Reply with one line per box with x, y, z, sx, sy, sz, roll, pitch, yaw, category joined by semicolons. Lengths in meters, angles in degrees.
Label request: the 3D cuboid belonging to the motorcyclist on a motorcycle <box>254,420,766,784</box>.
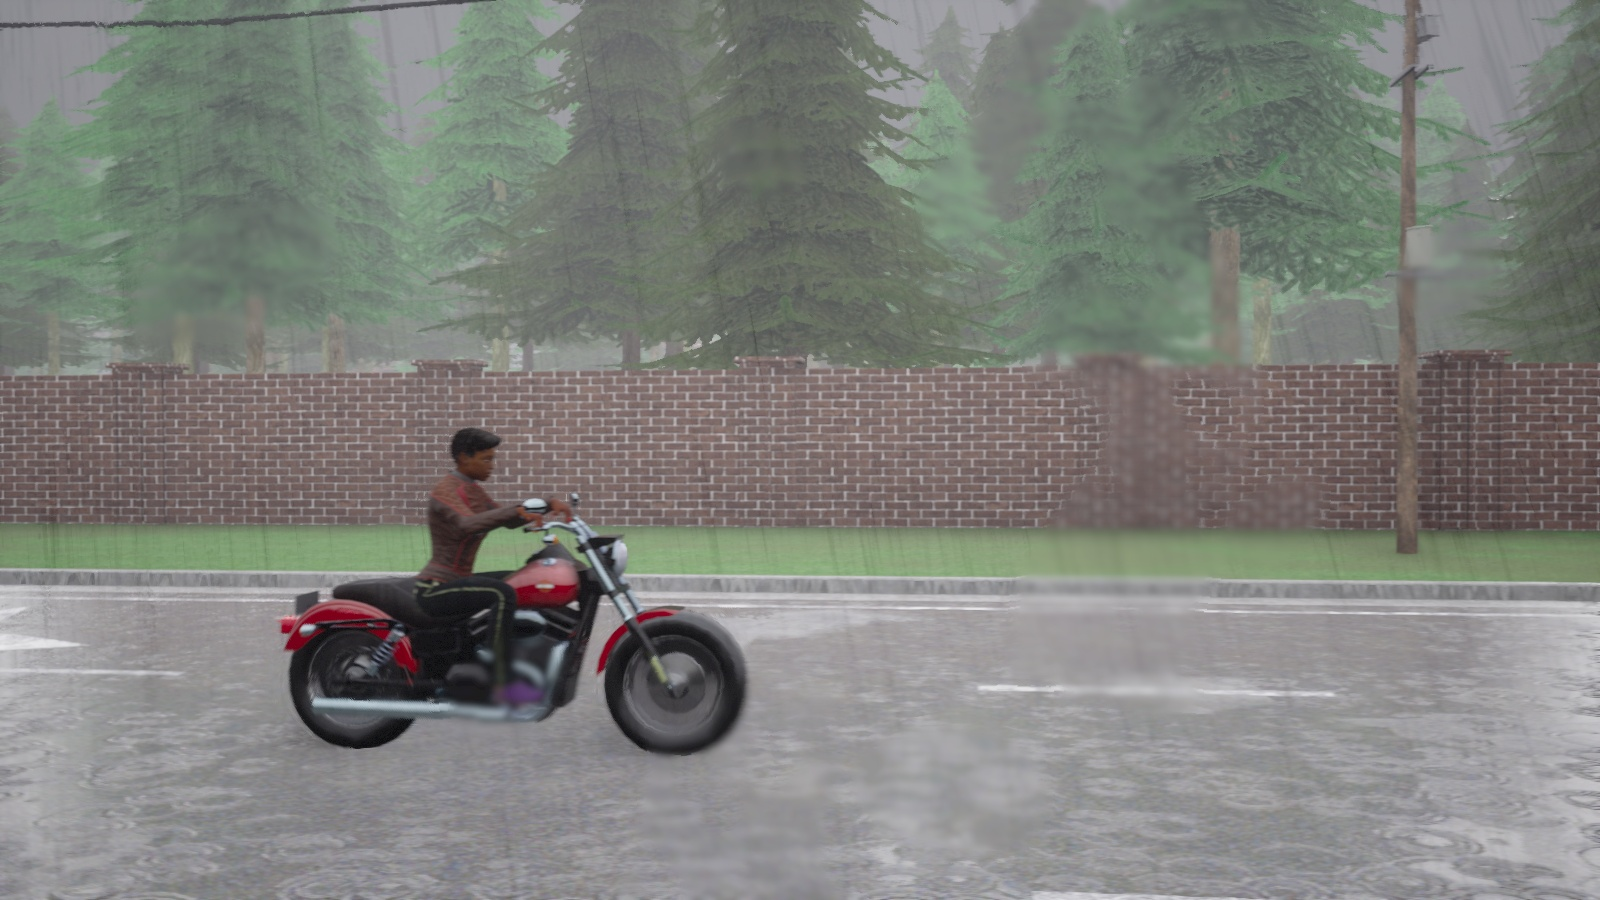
-1.391;0.686;6.243;2.350;1.649;0.766;1;1;6;motorcyclist on a motorcycle
